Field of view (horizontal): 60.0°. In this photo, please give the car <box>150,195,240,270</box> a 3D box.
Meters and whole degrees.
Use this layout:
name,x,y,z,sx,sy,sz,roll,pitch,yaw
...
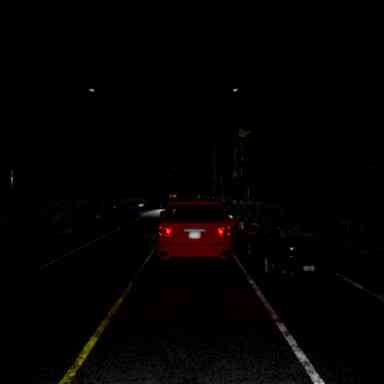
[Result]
name,x,y,z,sx,sy,sz,roll,pitch,yaw
car,0.066,1.235,11.256,2.150,2.045,5.566,0,-1,0

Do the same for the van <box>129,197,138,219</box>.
name,x,y,z,sx,sy,sz,roll,pitch,yaw
van,-5.767,1.384,27.045,1.690,1.788,3.998,0,0,0

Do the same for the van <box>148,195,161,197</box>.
name,x,y,z,sx,sy,sz,roll,pitch,yaw
van,-5.770,1.425,49.754,1.690,1.788,3.998,0,0,0

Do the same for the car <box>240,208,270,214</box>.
name,x,y,z,sx,sy,sz,roll,pitch,yaw
car,2.760,1.465,15.699,1.967,1.590,4.097,0,0,0

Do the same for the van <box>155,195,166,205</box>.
name,x,y,z,sx,sy,sz,roll,pitch,yaw
van,-5.771,1.447,61.109,1.690,1.788,3.998,0,0,0

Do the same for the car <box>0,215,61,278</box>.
name,x,y,z,sx,sy,sz,roll,pitch,yaw
car,-5.765,1.597,10.012,1.802,1.307,4.206,0,0,0

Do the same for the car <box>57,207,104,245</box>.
name,x,y,z,sx,sy,sz,roll,pitch,yaw
car,-5.765,1.606,15.689,1.802,1.307,4.206,0,0,0

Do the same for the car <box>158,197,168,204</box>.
name,x,y,z,sx,sy,sz,roll,pitch,yaw
car,-5.771,1.643,66.616,1.752,1.417,4.829,0,0,0

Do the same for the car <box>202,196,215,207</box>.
name,x,y,z,sx,sy,sz,roll,pitch,yaw
car,2.755,1.535,55.442,1.967,1.590,4.097,0,0,0

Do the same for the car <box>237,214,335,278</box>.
name,x,y,z,sx,sy,sz,roll,pitch,yaw
car,2.760,1.566,10.021,2.008,1.369,4.403,0,0,0

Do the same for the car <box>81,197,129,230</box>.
name,x,y,z,sx,sy,sz,roll,pitch,yaw
car,-5.766,1.348,21.367,2.192,1.841,5.009,0,0,0

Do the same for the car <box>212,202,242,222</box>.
name,x,y,z,sx,sy,sz,roll,pitch,yaw
car,2.758,1.594,27.054,2.008,1.369,4.403,0,0,0

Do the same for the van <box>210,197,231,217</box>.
name,x,y,z,sx,sy,sz,roll,pitch,yaw
van,2.757,1.394,32.733,1.690,1.788,3.998,0,0,0

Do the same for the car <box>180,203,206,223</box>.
name,x,y,z,sx,sy,sz,roll,pitch,yaw
car,0.060,1.643,26.548,1.895,1.301,4.718,0,0,0

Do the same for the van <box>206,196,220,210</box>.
name,x,y,z,sx,sy,sz,roll,pitch,yaw
van,2.756,1.414,44.087,1.690,1.788,3.998,0,0,0

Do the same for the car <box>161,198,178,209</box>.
name,x,y,z,sx,sy,sz,roll,pitch,yaw
car,-3.092,1.571,46.736,2.128,1.511,4.902,0,0,0

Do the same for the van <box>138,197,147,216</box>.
name,x,y,z,sx,sy,sz,roll,pitch,yaw
van,-5.768,1.394,32.722,1.690,1.788,3.998,0,0,0

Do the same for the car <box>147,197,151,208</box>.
name,x,y,z,sx,sy,sz,roll,pitch,yaw
car,-5.768,1.655,44.076,1.802,1.307,4.206,0,0,0

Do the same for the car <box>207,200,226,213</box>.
name,x,y,z,sx,sy,sz,roll,pitch,yaw
car,2.757,1.607,38.410,1.887,1.381,4.507,0,0,0

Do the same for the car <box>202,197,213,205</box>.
name,x,y,z,sx,sy,sz,roll,pitch,yaw
car,2.755,1.688,61.120,1.802,1.307,4.206,0,0,0
